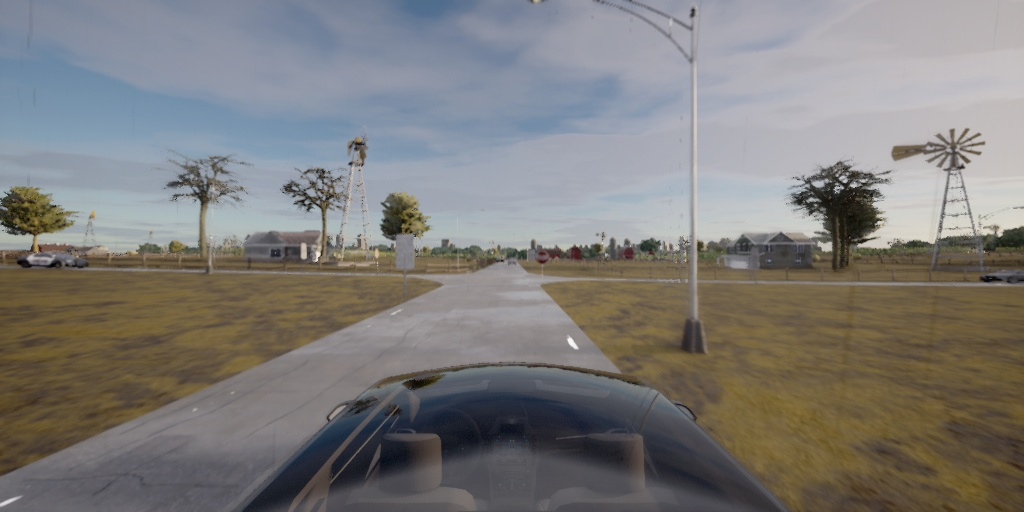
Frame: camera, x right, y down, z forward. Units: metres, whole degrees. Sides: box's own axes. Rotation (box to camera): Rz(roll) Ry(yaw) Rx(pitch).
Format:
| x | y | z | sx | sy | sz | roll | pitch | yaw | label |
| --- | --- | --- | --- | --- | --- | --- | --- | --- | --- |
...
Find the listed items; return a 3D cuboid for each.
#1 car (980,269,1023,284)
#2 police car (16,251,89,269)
| x | y | z | sx | sy | sz | roll | pitch | yaw | label |
| --- | --- | --- | --- | --- | --- | --- | --- | --- | --- |
| 49.122 | 1.999 | 35.306 | 4.181 | 1.385 | 1.994 | 0 | -1 | 0 | car |
| -41.834 | 0.400 | 32.889 | 4.974 | 1.542 | 2.038 | 1 | -1 | 0 | police car |
